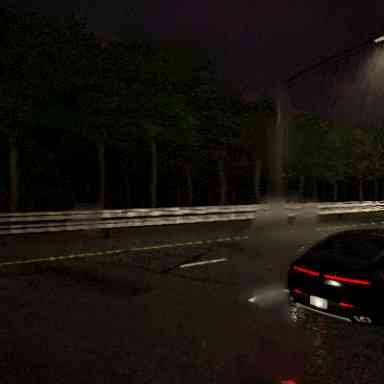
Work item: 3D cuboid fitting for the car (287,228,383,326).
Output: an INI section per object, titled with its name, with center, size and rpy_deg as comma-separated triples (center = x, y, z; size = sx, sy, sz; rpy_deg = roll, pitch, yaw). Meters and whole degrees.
[car]
center = 3.989, 1.508, 6.714
size = 4.892, 1.490, 1.837
rpy_deg = 0, 0, -36
